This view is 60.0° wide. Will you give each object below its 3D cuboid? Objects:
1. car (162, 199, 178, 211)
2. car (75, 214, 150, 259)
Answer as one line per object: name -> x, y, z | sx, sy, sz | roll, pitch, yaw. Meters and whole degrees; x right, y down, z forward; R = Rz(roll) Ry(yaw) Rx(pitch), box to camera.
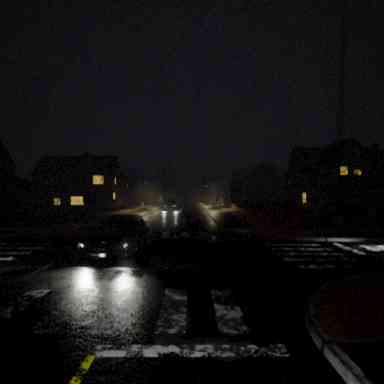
car -> -2.891, 1.714, 44.242 | 1.837, 1.490, 4.892 | 0, 0, 0
car -> -2.789, 1.576, 12.987 | 2.033, 1.411, 5.357 | 0, 0, 0
